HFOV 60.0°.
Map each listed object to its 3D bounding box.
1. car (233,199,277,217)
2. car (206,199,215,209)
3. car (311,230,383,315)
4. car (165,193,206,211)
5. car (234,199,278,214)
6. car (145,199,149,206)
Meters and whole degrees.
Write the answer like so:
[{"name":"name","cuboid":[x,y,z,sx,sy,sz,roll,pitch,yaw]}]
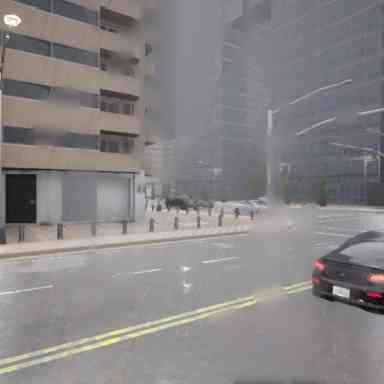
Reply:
[{"name":"car","cuboid":[5.739,1.470,31.079,1.812,1.442,4.674,0,0,-35]},{"name":"car","cuboid":[0.977,1.446,43.784,1.837,1.490,4.892,0,1,-35]},{"name":"car","cuboid":[4.409,1.526,6.961,4.674,1.442,1.812,0,0,-35]},{"name":"car","cuboid":[-1.180,1.168,40.766,2.150,2.045,5.566,0,0,-35]},{"name":"car","cuboid":[6.778,1.470,35.642,1.812,1.442,4.674,0,0,-36]},{"name":"car","cuboid":[-8.313,1.298,50.933,2.097,1.767,4.553,0,0,-35]}]
